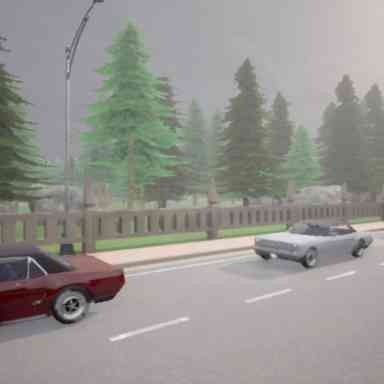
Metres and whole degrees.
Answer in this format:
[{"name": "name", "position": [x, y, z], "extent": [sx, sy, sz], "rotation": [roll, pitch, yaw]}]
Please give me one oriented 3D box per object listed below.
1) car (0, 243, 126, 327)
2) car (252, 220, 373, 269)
[{"name": "car", "position": [-3.680, 1.636, 5.696], "extent": [4.718, 1.301, 1.895], "rotation": [0, 0, -35]}, {"name": "car", "position": [4.290, 1.668, 11.602], "extent": [4.718, 1.301, 1.895], "rotation": [0, 0, -37]}]
